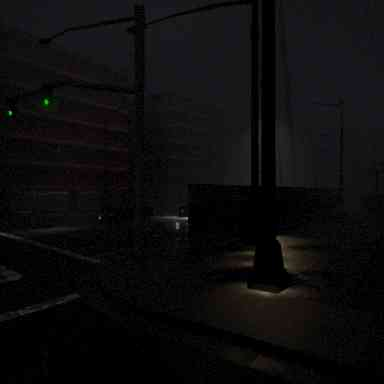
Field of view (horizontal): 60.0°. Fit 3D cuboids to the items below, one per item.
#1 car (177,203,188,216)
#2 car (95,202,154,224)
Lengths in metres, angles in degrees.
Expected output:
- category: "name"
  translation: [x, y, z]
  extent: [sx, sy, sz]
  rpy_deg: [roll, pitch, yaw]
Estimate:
- category: "car"
  translation: [0.536, 1.510, 32.514]
  extent: [1.837, 1.490, 4.892]
  rpy_deg: [0, 0, 35]
- category: "car"
  translation: [-4.904, 1.497, 24.770]
  extent: [2.128, 1.511, 4.902]
  rpy_deg: [0, 0, 35]
